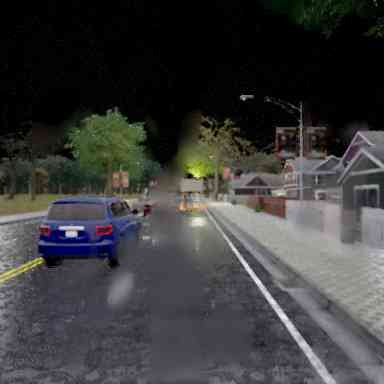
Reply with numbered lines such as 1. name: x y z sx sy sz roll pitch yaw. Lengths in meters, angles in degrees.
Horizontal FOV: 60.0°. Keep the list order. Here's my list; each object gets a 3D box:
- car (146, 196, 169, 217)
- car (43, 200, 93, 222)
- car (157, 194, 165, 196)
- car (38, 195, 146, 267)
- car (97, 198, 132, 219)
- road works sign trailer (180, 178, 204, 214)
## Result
1. car: -3.162 1.369 29.862 1.882 1.535 5.008 0 0 0
2. car: -9.861 1.448 27.029 2.033 1.411 5.357 0 0 0
3. car: -6.528 1.163 69.452 2.097 1.767 4.553 0 0 0
4. car: -3.154 1.175 11.382 2.150 2.045 5.566 0 0 0
5. car: -6.609 1.372 28.828 1.882 1.535 5.008 0 0 0
6. road works sign trailer: -0.013 0.344 33.713 2.380 3.560 2.880 0 0 0
